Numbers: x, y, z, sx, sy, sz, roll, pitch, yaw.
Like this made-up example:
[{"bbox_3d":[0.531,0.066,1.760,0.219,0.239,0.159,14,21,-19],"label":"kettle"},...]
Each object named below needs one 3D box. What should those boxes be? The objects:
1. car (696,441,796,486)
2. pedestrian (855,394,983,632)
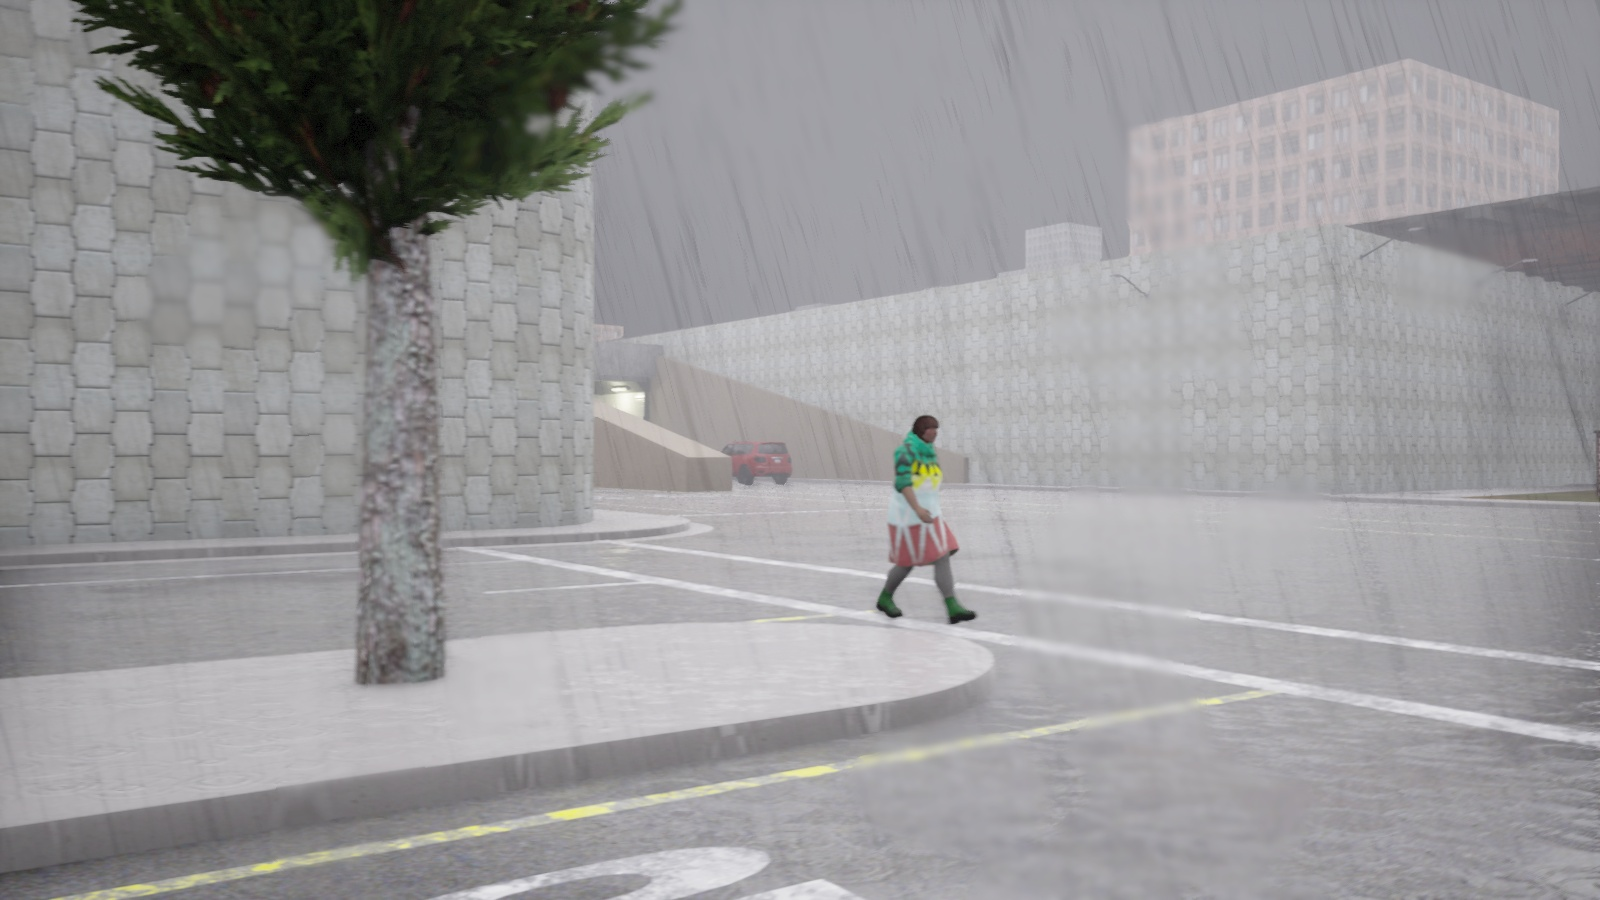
[{"bbox_3d":[-2.633,0.615,59.565,2.150,2.045,5.566,0,0,-34],"label":"car"},{"bbox_3d":[1.021,0.514,10.836,0.873,1.952,0.659,0,0,43],"label":"pedestrian"}]
